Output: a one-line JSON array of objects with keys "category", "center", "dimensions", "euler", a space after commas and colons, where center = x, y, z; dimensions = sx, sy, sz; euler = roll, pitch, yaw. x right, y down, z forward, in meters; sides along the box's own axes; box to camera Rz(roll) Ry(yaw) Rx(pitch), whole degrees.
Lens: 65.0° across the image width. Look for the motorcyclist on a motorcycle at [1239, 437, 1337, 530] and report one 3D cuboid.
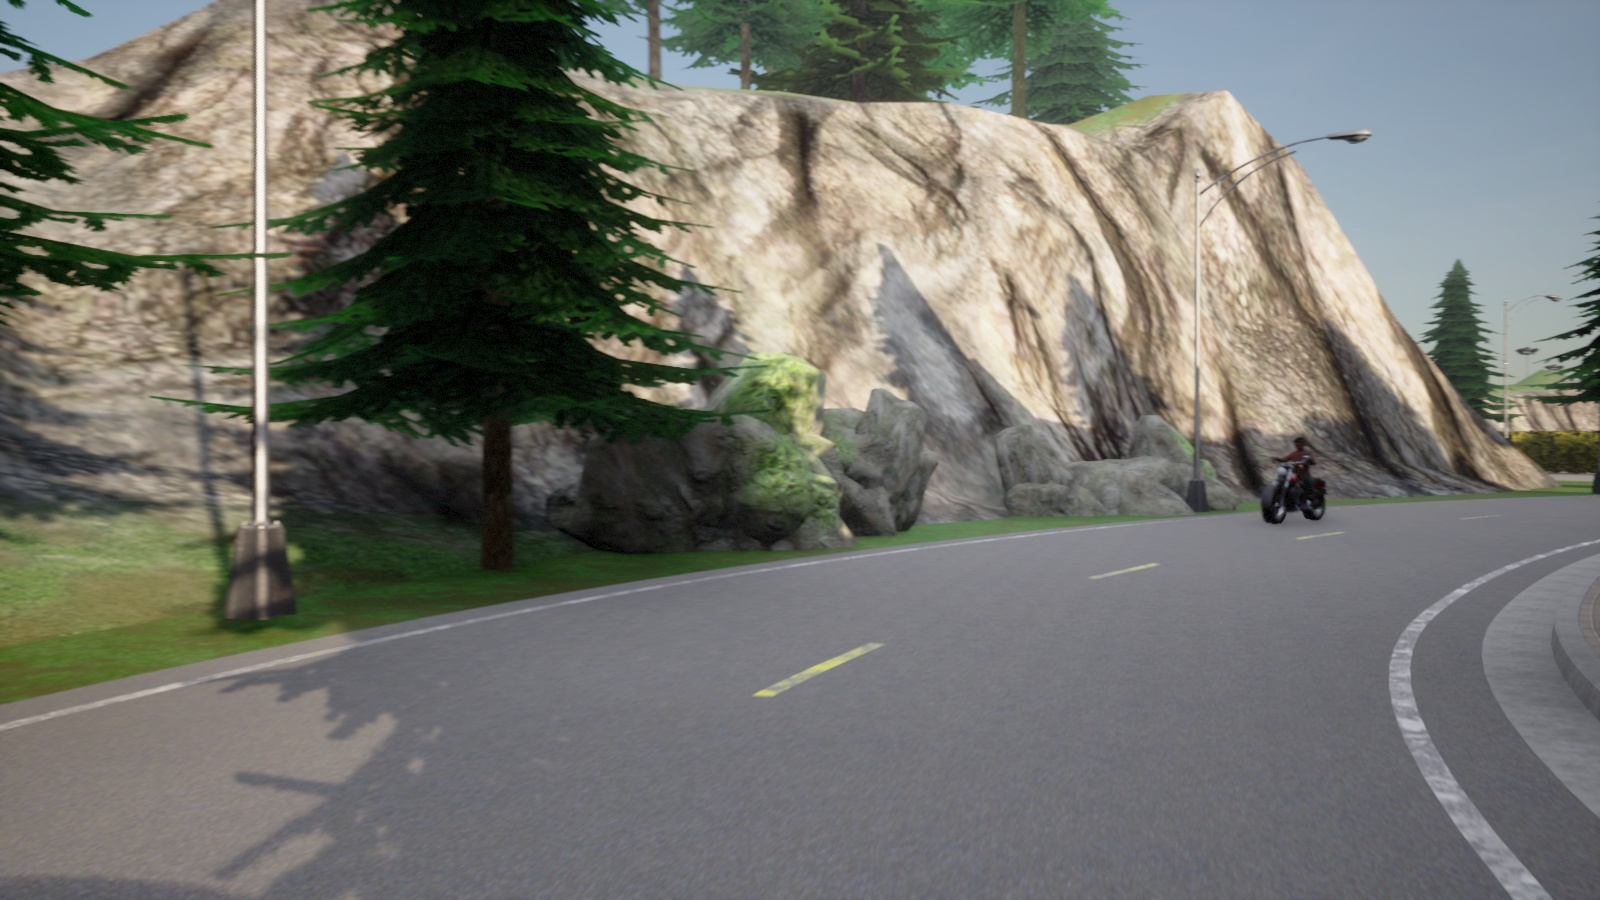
[{"category": "motorcyclist on a motorcycle", "center": [9.148, 0.587, 23.495], "dimensions": [2.350, 1.649, 0.766], "euler": [0, 1, -44]}]
